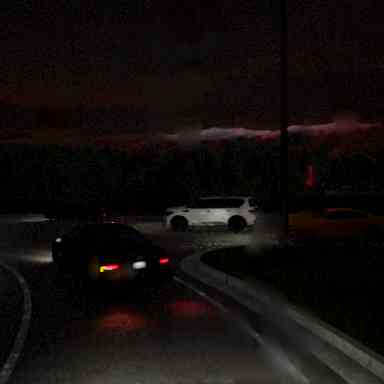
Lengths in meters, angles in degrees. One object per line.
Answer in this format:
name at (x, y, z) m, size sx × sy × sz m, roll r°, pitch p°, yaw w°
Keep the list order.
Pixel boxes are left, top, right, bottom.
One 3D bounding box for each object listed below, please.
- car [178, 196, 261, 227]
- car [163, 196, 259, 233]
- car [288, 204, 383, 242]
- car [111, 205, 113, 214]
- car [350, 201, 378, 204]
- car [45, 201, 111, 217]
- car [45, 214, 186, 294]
car at (1.864, 1.294, 23.391) m, size 5.566 × 2.045 × 2.150 m, roll 0°, pitch 0°, yaw 3°
car at (1.066, 1.283, 19.929) m, size 5.566 × 2.045 × 2.150 m, roll 0°, pitch 0°, yaw 3°
car at (6.873, 1.523, 16.107) m, size 5.008 × 1.535 × 1.882 m, roll 0°, pitch 0°, yaw 3°
car at (-9.902, 1.582, 31.039) m, size 5.008 × 1.535 × 1.882 m, roll 0°, pitch 0°, yaw 3°
car at (14.974, 1.560, 29.687) m, size 5.008 × 1.535 × 1.882 m, roll 0°, pitch 0°, yaw 3°
car at (-9.618, 1.598, 27.520) m, size 4.892 × 1.490 × 1.837 m, roll 0°, pitch 0°, yaw 3°
car at (-2.439, 1.578, 9.059) m, size 2.033 × 1.411 × 5.357 m, roll 0°, pitch 0°, yaw -32°
